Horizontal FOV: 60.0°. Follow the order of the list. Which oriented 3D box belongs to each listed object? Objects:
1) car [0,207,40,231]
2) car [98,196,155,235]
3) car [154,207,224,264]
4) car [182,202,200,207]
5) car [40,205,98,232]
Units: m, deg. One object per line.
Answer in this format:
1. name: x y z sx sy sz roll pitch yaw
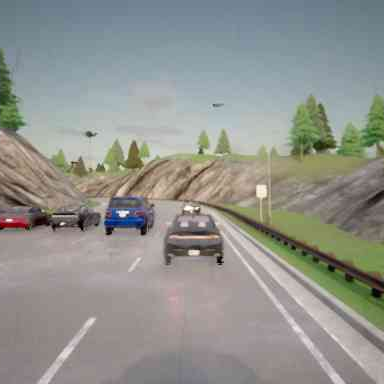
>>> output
1. car: -10.487 1.604 21.128 1.994 1.385 4.181 0 0 0
2. car: -3.478 1.254 19.309 2.150 2.045 5.566 0 0 0
3. car: 0.053 1.510 11.839 2.128 1.511 4.902 0 0 0
4. car: -0.105 1.656 35.220 1.895 1.301 4.718 0 0 -1
5. car: -6.983 1.528 20.361 2.128 1.511 4.902 0 0 0
